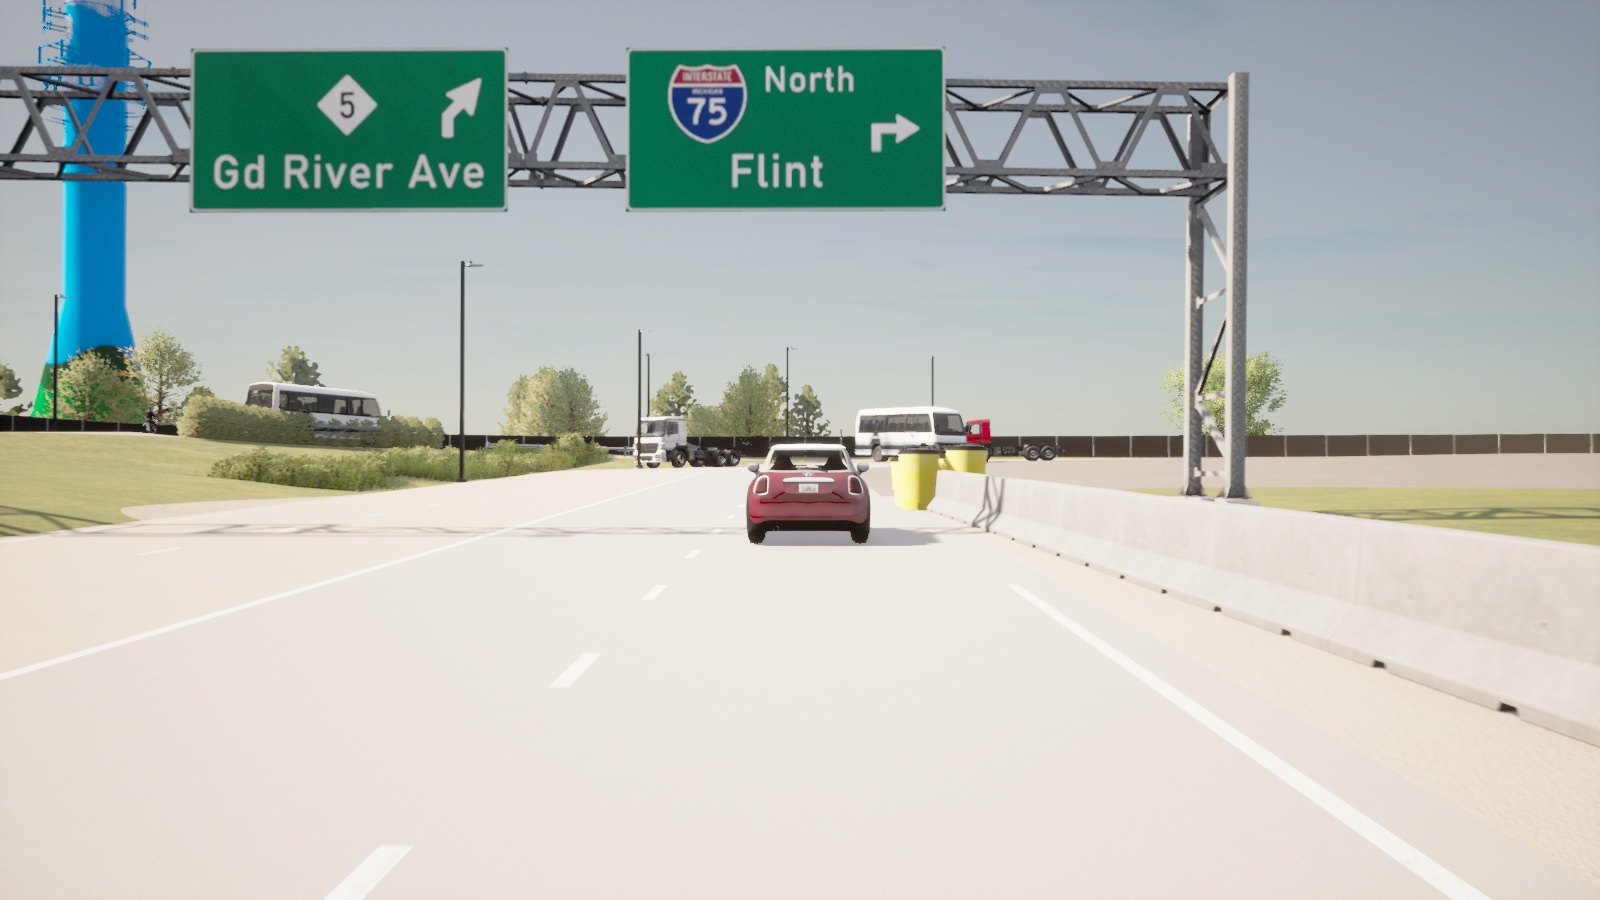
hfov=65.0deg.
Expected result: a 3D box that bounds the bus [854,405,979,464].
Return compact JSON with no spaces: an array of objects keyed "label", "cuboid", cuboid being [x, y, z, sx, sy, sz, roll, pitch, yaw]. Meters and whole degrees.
[{"label":"bus","cuboid":[8.773,-1.144,96.477,3.944,4.253,10.273,1,0,-34]}]

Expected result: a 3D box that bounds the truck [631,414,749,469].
[{"label":"truck","cuboid":[-7.210,-0.562,83.378,2.891,3.462,7.936,-1,0,41]}]

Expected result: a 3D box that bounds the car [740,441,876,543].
[{"label":"car","cuboid":[0.132,0.597,20.139,1.970,1.475,3.806,0,0,0]}]

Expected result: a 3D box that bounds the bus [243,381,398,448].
[{"label":"bus","cuboid":[-34.635,-2.449,91.260,3.944,4.253,10.273,0,-2,29]}]
